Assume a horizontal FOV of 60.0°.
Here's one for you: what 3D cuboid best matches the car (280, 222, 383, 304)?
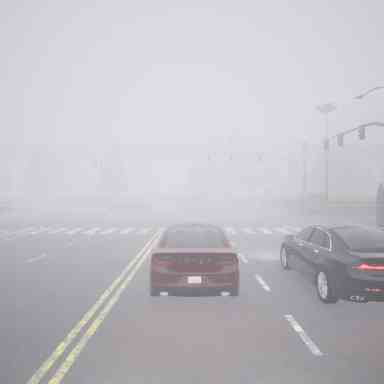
[{"bbox_3d":[3.554,1.505,8.128,1.837,1.490,4.892,0,0,0],"label":"car"}]

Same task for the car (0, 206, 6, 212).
[{"bbox_3d":[-21.533,1.547,33.080,5.357,1.411,2.033,0,0,0],"label":"car"}]

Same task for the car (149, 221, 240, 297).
[{"bbox_3d":[0.055,1.478,8.640,1.882,1.535,5.008,0,0,0],"label":"car"}]

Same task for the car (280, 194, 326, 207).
[{"bbox_3d":[14.981,1.222,43.648,5.566,2.045,2.150,0,0,0],"label":"car"}]

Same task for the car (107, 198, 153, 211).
[{"bbox_3d":[-7.460,1.547,40.229,5.357,1.411,2.033,0,0,0],"label":"car"}]

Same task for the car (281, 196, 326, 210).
[{"bbox_3d":[13.618,1.525,40.155,4.674,1.442,1.812,0,0,0],"label":"car"}]

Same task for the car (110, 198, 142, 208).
[{"bbox_3d":[-9.300,1.564,47.236,4.181,1.385,1.994,0,0,0],"label":"car"}]

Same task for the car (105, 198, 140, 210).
[{"bbox_3d":[-9.026,1.564,43.735,4.181,1.385,1.994,0,0,0],"label":"car"}]

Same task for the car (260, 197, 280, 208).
[{"bbox_3d":[12.192,1.507,47.158,4.892,1.490,1.837,1,0,0],"label":"car"}]
